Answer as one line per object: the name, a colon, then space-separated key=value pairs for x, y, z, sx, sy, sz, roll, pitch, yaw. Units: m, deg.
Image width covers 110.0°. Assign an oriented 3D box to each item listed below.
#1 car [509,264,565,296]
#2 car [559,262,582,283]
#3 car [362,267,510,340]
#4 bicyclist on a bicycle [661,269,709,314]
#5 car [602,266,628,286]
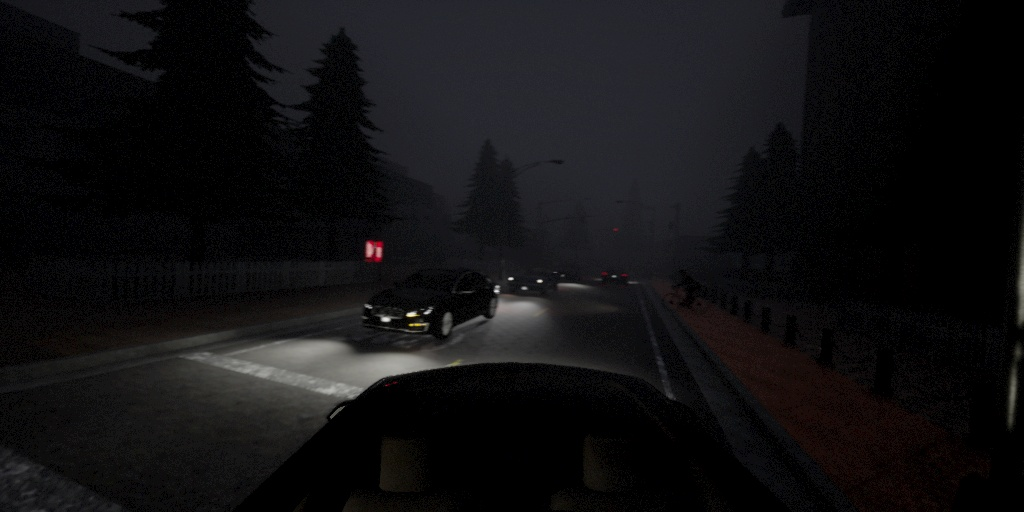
car: x=1.284 y=1.245 z=19.169 sx=1.895 sy=1.301 sz=4.718 roll=4 pitch=1 yaw=18
car: x=4.532 y=1.245 z=29.003 sx=1.837 sy=1.490 sz=4.892 roll=4 pitch=1 yaw=19
car: x=-1.818 y=1.059 z=9.583 sx=1.837 sy=1.490 sz=4.892 roll=4 pitch=1 yaw=18
bicyclist on a bicycle: x=6.575 y=1.342 z=13.592 sx=1.656 sy=1.620 sz=0.582 roll=3 pitch=1 yaw=18
car: x=8.364 y=1.545 z=29.032 sx=1.994 sy=1.385 sz=4.181 roll=4 pitch=1 yaw=18
